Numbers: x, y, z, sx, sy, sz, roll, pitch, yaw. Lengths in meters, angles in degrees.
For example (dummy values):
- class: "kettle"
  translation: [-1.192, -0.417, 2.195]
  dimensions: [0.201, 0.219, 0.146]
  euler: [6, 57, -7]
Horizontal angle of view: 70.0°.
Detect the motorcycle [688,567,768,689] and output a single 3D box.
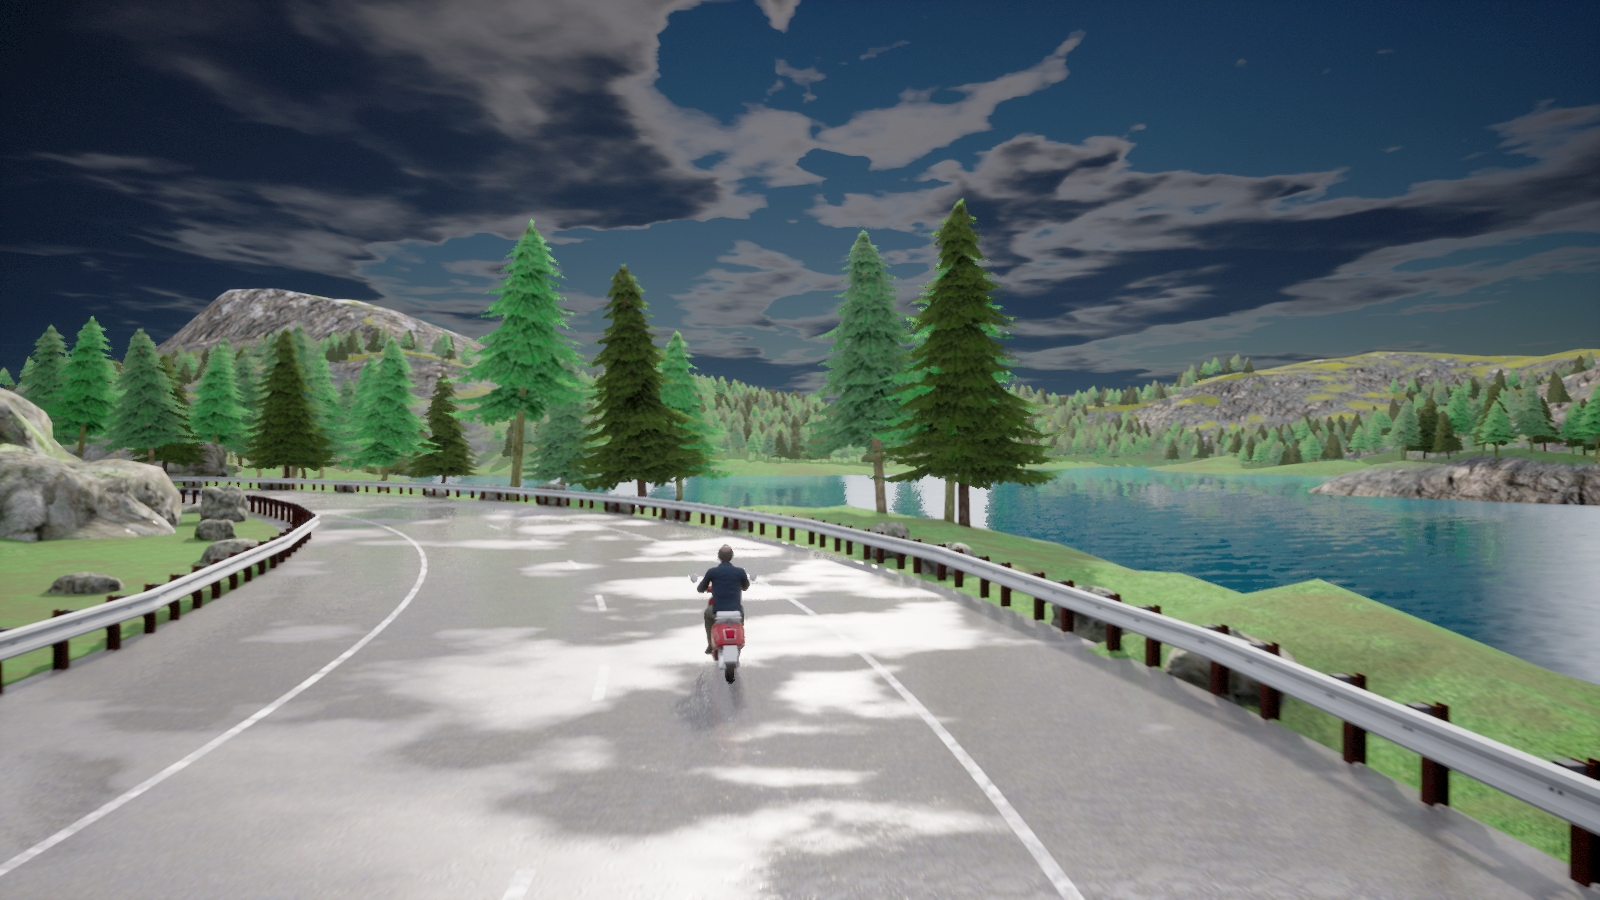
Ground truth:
- class: "motorcycle"
  translation: [-0.934, 2.182, 14.354]
  dimensions: [0.856, 1.236, 1.805]
  euler: [0, 0, -8]
